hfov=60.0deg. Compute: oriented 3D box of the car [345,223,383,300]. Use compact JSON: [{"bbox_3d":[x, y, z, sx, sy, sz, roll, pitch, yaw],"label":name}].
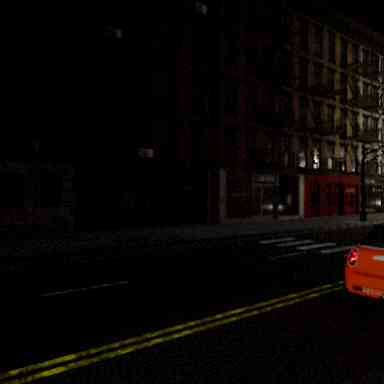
[{"bbox_3d":[5.389,1.387,7.269,4.553,1.767,2.097,0,0,-35],"label":"car"}]
